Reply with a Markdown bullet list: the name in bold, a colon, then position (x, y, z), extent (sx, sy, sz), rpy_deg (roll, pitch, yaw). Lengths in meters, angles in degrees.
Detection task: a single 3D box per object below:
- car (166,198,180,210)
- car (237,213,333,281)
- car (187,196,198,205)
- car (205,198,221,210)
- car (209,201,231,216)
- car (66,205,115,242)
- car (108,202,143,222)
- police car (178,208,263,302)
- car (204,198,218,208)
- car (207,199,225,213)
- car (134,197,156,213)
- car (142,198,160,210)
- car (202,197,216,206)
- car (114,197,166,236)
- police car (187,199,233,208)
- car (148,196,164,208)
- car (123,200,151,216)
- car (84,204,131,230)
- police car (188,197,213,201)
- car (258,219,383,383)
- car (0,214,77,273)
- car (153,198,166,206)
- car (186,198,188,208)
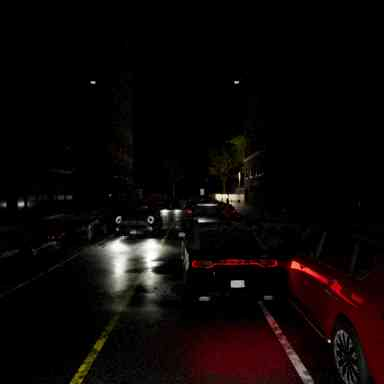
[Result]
- **car**: position (-2.650, 1.515, 43.994), extent (1.837, 1.490, 4.892), rpy_deg (0, 0, 0)
- **car**: position (2.655, 1.525, 10.723), extent (1.752, 1.417, 4.829), rpy_deg (0, 0, 0)
- **car**: position (0.134, 1.548, 59.779), extent (1.812, 1.442, 4.674), rpy_deg (0, 0, 0)
- **car**: position (2.734, 1.554, 43.664), extent (1.887, 1.381, 4.507), rpy_deg (0, 0, 0)
- **car**: position (2.709, 1.584, 32.627), extent (1.802, 1.307, 4.206), rpy_deg (0, 0, 0)
- **car**: position (-5.354, 1.551, 16.086), extent (2.008, 1.369, 4.403), rpy_deg (0, 0, 0)
- **car**: position (-5.328, 1.567, 27.124), extent (1.947, 1.339, 4.313), rpy_deg (0, 0, 0)
- **police car**: position (0.693, 1.425, 8.482), extent (1.930, 1.638, 5.238), rpy_deg (0, 0, -3)
- **car**: position (2.747, 1.596, 49.182), extent (1.802, 1.307, 4.206), rpy_deg (0, 0, 0)
- **car**: position (2.722, 1.531, 38.316), extent (1.752, 1.417, 4.829), rpy_deg (0, 0, 0)
- **car**: position (-5.304, 1.446, 38.161), extent (1.967, 1.590, 4.097), rpy_deg (0, 0, 0)
- **car**: position (-5.292, 1.535, 43.509), extent (1.752, 1.417, 4.829), rpy_deg (0, 0, 0)
- **car**: position (2.759, 1.584, 54.700), extent (1.947, 1.339, 4.313), rpy_deg (0, 0, 0)
- **car**: position (-2.809, 1.352, 18.208), extent (2.097, 1.767, 4.553), rpy_deg (0, 0, 0)
- **police car**: position (0.864, 1.425, 18.518), extent (1.930, 1.638, 5.238), rpy_deg (0, 0, 0)
- **car**: position (-5.279, 1.454, 49.198), extent (1.967, 1.590, 4.097), rpy_deg (0, 0, 0)
- **car**: position (-5.316, 1.553, 32.642), extent (2.008, 1.369, 4.403), rpy_deg (0, 0, 0)
- **car**: position (-5.341, 1.545, 21.605), extent (1.887, 1.381, 4.507), rpy_deg (0, 0, 0)
- **police car**: position (0.878, 1.426, 24.518), extent (1.930, 1.638, 5.238), rpy_deg (0, 0, 0)
- **car**: position (2.646, 1.315, 5.036), extent (2.192, 1.841, 5.009), rpy_deg (0, 0, 0)
- **car**: position (-5.366, 1.582, 10.567), extent (1.802, 1.307, 4.206), rpy_deg (0, 0, 0)
- **car**: position (-5.266, 1.600, 54.717), extent (1.802, 1.307, 4.206), rpy_deg (0, 0, 0)
- **car**: position (0.105, 1.612, 45.620), extent (1.895, 1.301, 4.718), rpy_deg (0, 0, 0)
